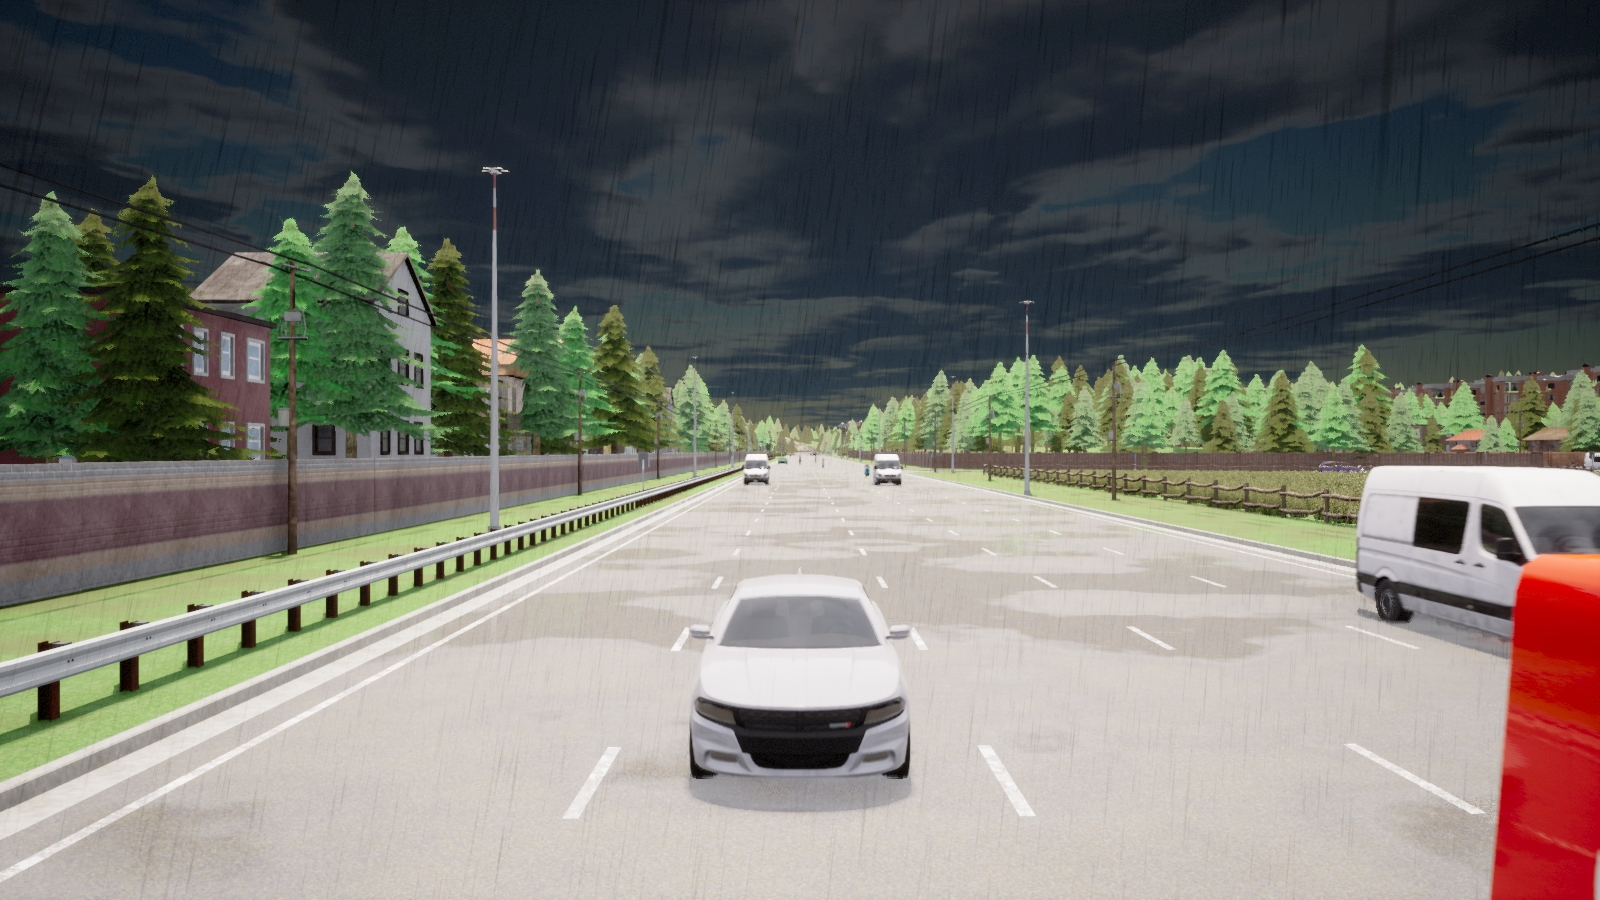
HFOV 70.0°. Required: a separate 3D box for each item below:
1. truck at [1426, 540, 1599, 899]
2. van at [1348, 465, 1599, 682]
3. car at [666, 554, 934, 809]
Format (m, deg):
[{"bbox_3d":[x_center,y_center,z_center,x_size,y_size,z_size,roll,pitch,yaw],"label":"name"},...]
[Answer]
[{"bbox_3d":[3.617,1.570,1.681,2.627,2.467,5.204,0,0,1],"label":"truck"},{"bbox_3d":[10.494,1.546,16.839,1.988,2.561,5.915,0,0,0],"label":"van"},{"bbox_3d":[-0.002,2.043,11.454,2.097,1.535,5.006,0,0,0],"label":"car"}]
